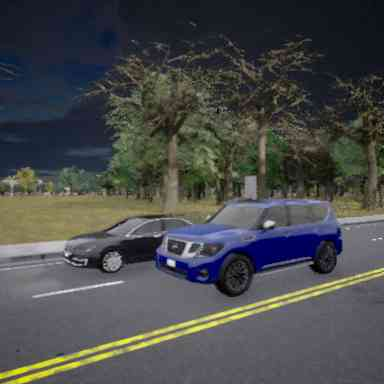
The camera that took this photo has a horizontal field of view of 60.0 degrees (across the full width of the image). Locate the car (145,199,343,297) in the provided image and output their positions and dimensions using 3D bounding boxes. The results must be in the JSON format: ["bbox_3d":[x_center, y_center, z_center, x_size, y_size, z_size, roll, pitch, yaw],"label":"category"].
[{"bbox_3d":[1.793,1.220,8.945,5.566,2.045,2.150,0,0,-35],"label":"car"}]

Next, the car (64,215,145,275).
[{"bbox_3d":[-1.481,1.504,10.605,4.892,1.490,1.837,1,0,-35],"label":"car"}]
